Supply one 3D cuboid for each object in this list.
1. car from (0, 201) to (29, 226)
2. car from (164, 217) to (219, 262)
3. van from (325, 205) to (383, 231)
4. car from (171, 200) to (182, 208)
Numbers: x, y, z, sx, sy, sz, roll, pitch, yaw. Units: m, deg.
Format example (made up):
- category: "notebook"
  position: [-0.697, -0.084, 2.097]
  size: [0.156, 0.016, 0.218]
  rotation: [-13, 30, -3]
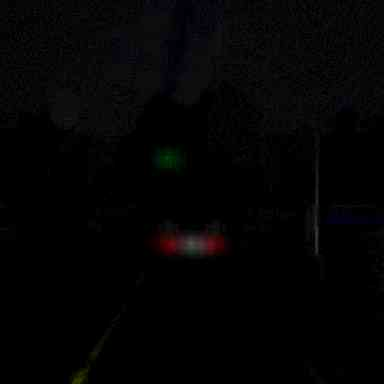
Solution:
- category: "car"
  position: [-14.602, 1.482, 24.040]
  size: [5.009, 1.841, 2.192]
  rotation: [1, 0, 0]
- category: "car"
  position: [0.005, 1.660, 12.520]
  size: [2.033, 1.411, 5.357]
  rotation: [0, -1, 0]
- category: "van"
  position: [11.758, 1.840, 24.034]
  size: [3.998, 1.788, 1.690]
  rotation: [1, 0, 0]
- category: "car"
  position: [-2.821, 2.241, 62.339]
  size: [1.882, 1.535, 5.008]
  rotation: [0, -1, 1]
